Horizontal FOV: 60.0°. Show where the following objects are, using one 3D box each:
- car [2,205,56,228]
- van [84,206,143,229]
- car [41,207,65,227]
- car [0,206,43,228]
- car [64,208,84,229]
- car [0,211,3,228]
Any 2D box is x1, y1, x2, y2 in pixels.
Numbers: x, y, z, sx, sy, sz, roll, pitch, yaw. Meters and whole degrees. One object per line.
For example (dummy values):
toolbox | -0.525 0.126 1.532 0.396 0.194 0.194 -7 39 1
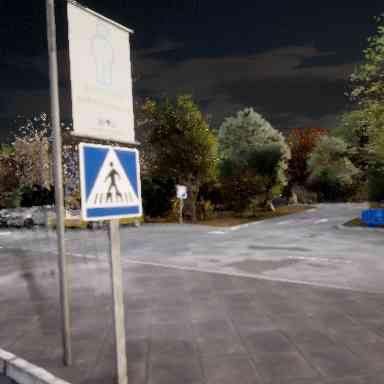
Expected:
car | -15.057 2.413 33.007 2.435 2.045 5.566 -4 -2 35
van | -5.980 1.884 26.512 1.878 1.987 4.442 -3 -2 35
car | -10.253 2.363 29.890 1.946 1.575 5.366 -4 -2 35
car | -19.531 2.731 36.125 2.435 2.045 5.566 -4 -2 35
car | -8.080 2.234 28.360 1.946 1.575 5.366 -3 -2 35
car | -17.319 2.826 34.612 2.231 1.521 4.892 -4 -2 35
